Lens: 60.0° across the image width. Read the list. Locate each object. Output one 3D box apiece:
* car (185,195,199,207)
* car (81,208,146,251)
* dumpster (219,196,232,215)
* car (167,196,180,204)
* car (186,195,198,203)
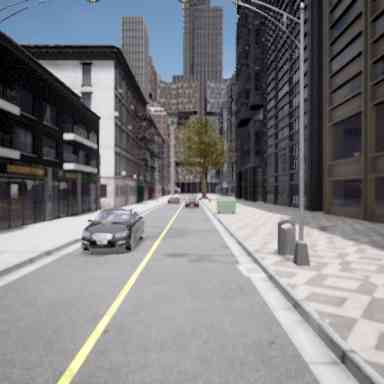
[{"bbox_3d":[0.030,1.435,46.146,1.895,1.301,4.718,0,0,0],"label":"car"},{"bbox_3d":[-3.102,1.444,13.894,2.128,1.511,4.902,0,0,0],"label":"car"},{"bbox_3d":[3.133,1.289,31.553,1.020,1.700,1.940,0,0,0],"label":"dumpster"},{"bbox_3d":[-3.056,1.353,56.107,1.994,1.385,4.181,0,0,1],"label":"car"},{"bbox_3d":[0.023,1.256,61.491,2.128,1.511,4.902,0,0,1],"label":"car"}]
